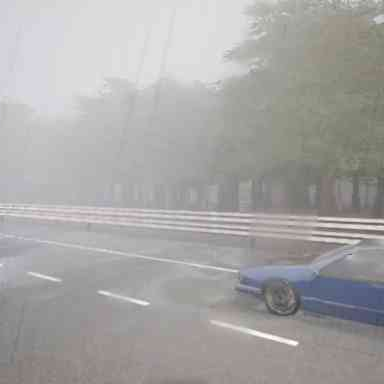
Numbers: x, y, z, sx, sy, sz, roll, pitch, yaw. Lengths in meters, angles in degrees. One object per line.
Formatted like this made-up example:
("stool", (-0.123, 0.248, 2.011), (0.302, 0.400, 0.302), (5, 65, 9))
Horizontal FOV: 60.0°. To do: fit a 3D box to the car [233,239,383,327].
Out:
("car", (3.436, 1.548, 5.717), (5.357, 1.411, 2.033), (0, 0, 36))
